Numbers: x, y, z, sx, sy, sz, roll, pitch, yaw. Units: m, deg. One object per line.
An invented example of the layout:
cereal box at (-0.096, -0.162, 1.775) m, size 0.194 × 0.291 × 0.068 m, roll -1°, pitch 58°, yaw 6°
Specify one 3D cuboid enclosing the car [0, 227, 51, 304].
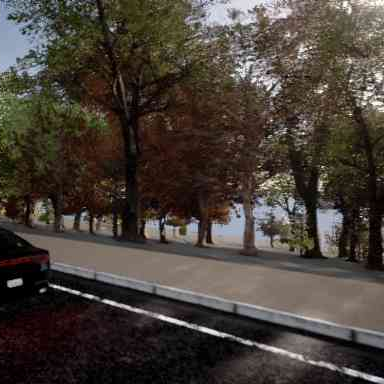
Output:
car at (-5.164, 1.465, 7.372) m, size 5.008 × 1.535 × 1.882 m, roll 0°, pitch 0°, yaw 36°
